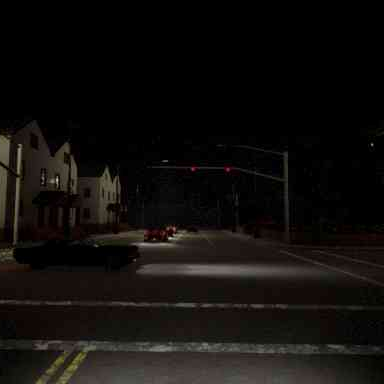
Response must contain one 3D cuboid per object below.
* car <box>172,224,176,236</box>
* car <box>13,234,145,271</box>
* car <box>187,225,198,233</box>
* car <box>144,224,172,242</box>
[{"bbox_3d":[-3.512,5.176,43.427,1.994,1.385,4.181,0,-5,0],"label":"car"},{"bbox_3d":[-4.561,2.485,13.726,4.718,1.301,1.895,0,-5,1],"label":"car"},{"bbox_3d":[0.097,6.472,57.911,2.033,1.411,5.357,0,-5,0],"label":"car"},{"bbox_3d":[-3.529,4.074,33.505,2.097,1.767,4.553,0,-5,0],"label":"car"}]
